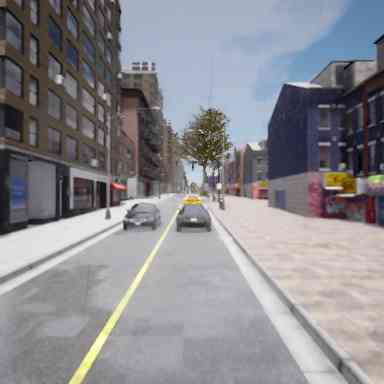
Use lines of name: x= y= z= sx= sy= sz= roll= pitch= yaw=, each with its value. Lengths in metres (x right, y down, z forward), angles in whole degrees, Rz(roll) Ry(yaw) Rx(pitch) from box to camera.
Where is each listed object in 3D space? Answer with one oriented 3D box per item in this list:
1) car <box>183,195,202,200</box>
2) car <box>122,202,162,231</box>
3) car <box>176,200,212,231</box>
car: x=0.098 y=1.044 z=35.956 sx=1.882 sy=1.535 sz=5.008 roll=0 pitch=1 yaw=0
car: x=-2.845 y=1.363 z=19.770 sx=1.812 sy=1.442 sz=4.674 roll=0 pitch=1 yaw=0
car: x=0.100 y=1.403 z=19.643 sx=1.994 sy=1.385 sz=4.181 roll=0 pitch=1 yaw=0
